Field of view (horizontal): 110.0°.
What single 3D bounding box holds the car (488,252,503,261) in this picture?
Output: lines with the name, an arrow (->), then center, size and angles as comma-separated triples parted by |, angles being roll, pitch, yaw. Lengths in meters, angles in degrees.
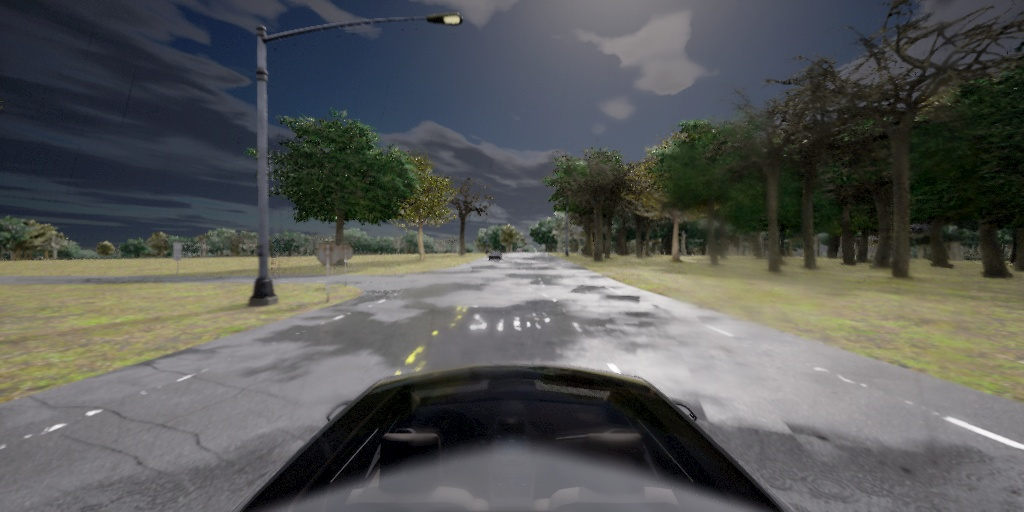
car -> -2.391, 0.026, 52.298 | 1.895, 1.301, 4.718 | 0, 2, 2
